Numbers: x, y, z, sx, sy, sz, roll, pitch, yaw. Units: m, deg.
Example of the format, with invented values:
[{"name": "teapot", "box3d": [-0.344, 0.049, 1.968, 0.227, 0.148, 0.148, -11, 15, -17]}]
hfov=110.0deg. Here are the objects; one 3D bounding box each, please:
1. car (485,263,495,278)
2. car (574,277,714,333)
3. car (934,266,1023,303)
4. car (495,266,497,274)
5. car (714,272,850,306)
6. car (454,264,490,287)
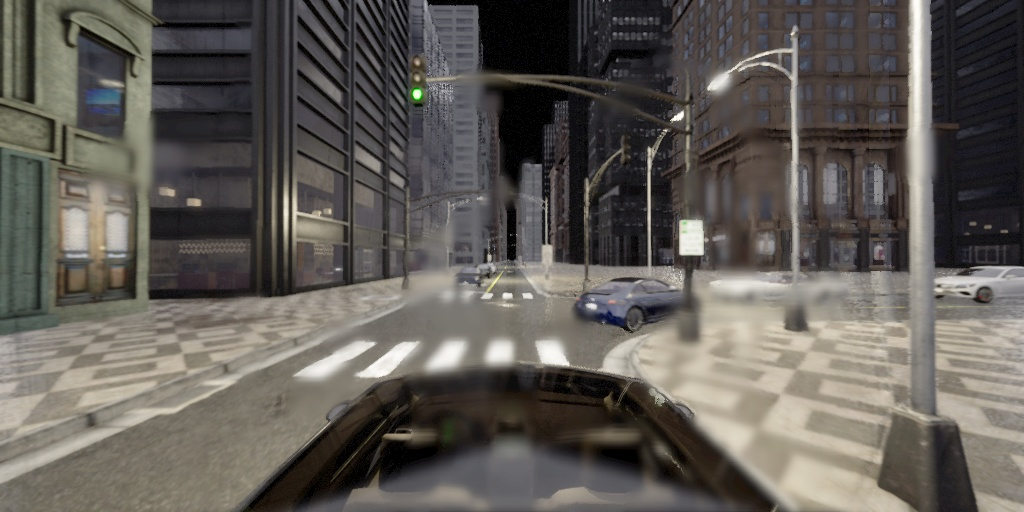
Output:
[{"name": "car", "box3d": [-3.093, 1.537, 37.231, 1.882, 1.535, 5.008, 0, 0, 0]}, {"name": "car", "box3d": [3.918, 1.337, 10.934, 4.181, 1.385, 1.994, -1, -1, -32]}, {"name": "car", "box3d": [20.085, 1.136, 14.938, 4.674, 1.442, 1.812, -1, 0, 0]}, {"name": "car", "box3d": [-3.087, 1.676, 47.455, 1.812, 1.442, 4.674, 0, 0, 0]}, {"name": "car", "box3d": [10.899, 1.319, 14.931, 4.718, 1.301, 1.895, -1, 0, 0]}, {"name": "car", "box3d": [-3.098, 1.519, 27.280, 2.033, 1.411, 5.357, 0, -1, 0]}]
